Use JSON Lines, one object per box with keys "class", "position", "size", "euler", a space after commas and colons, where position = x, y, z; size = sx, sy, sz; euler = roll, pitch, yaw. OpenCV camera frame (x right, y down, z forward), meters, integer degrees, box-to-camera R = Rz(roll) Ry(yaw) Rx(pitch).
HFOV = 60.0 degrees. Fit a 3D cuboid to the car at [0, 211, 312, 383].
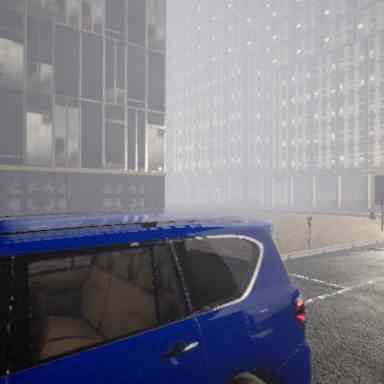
{"class": "car", "position": [-1.510, 1.222, 2.296], "size": [5.566, 2.045, 2.150], "euler": [0, 0, -36]}
